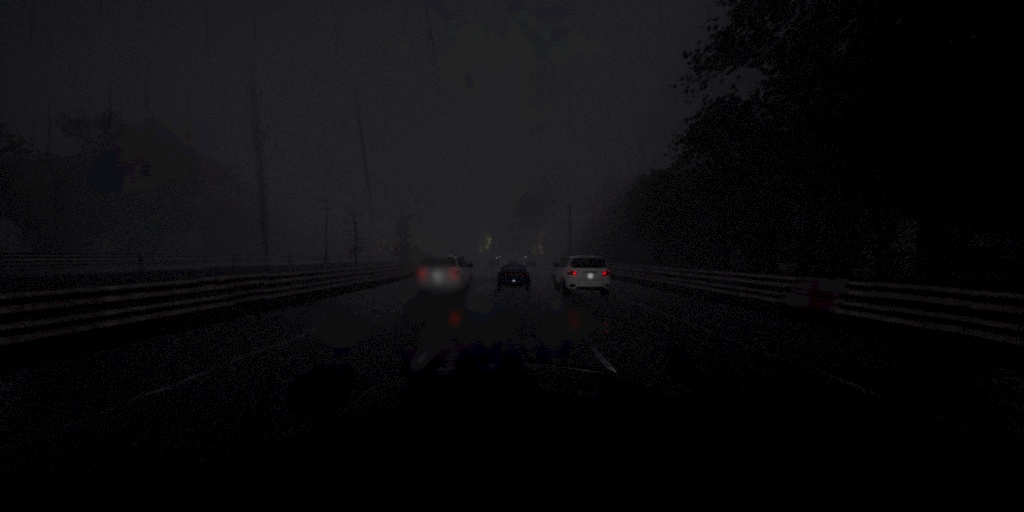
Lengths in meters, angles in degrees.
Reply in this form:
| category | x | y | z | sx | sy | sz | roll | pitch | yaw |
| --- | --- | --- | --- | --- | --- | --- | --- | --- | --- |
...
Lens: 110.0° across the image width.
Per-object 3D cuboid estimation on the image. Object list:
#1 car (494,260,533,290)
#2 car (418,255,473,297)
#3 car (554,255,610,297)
| category | x | y | z | sx | sy | sz | roll | pitch | yaw |
| --- | --- | --- | --- | --- | --- | --- | --- | --- | --- |
| car | 0.101 | 1.223 | 22.387 | 1.882 | 1.535 | 5.008 | 0 | 0 | 0 |
| car | -3.401 | 0.969 | 19.128 | 2.150 | 2.045 | 5.566 | 0 | 0 | 0 |
| car | 3.600 | 0.969 | 19.135 | 2.150 | 2.045 | 5.566 | 0 | 0 | 0 |
